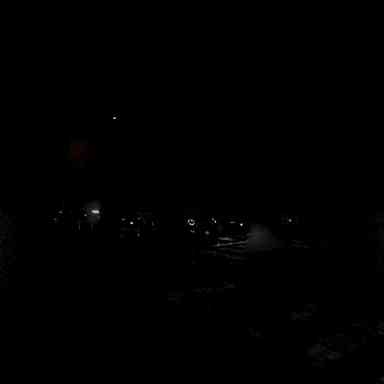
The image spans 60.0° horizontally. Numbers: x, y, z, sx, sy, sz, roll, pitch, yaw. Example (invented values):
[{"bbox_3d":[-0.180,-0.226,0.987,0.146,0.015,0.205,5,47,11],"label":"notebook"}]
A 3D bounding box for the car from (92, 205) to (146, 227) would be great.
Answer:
[{"bbox_3d":[-6.091,2.008,27.277,2.033,1.411,5.357,0,-1,-35],"label":"car"}]

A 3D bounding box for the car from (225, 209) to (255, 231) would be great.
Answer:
[{"bbox_3d":[1.591,1.800,22.261,1.837,1.490,4.892,0,-1,-36],"label":"car"}]

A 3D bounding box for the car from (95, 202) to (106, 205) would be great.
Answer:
[{"bbox_3d":[-10.467,2.229,38.786,2.033,1.411,5.357,0,-1,-36],"label":"car"}]

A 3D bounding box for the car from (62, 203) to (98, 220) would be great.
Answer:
[{"bbox_3d":[-11.931,2.213,35.286,1.994,1.385,4.181,0,-1,-36],"label":"car"}]

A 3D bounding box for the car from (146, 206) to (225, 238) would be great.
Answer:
[{"bbox_3d":[-0.510,1.636,19.625,2.097,1.767,4.553,0,-1,-36],"label":"car"}]

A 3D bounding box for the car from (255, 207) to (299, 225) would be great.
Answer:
[{"bbox_3d":[6.213,1.909,27.294,1.895,1.301,4.718,0,-1,-36],"label":"car"}]

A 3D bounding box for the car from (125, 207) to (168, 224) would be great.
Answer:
[{"bbox_3d":[-4.242,2.081,30.250,1.895,1.301,4.718,0,-1,-36],"label":"car"}]

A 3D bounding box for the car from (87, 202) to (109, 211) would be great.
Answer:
[{"bbox_3d":[-16.497,2.532,58.389,2.128,1.511,4.902,0,-1,-36],"label":"car"}]

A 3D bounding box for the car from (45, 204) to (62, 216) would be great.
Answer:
[{"bbox_3d":[-17.763,2.331,43.322,2.128,1.511,4.902,0,-1,-36],"label":"car"}]
